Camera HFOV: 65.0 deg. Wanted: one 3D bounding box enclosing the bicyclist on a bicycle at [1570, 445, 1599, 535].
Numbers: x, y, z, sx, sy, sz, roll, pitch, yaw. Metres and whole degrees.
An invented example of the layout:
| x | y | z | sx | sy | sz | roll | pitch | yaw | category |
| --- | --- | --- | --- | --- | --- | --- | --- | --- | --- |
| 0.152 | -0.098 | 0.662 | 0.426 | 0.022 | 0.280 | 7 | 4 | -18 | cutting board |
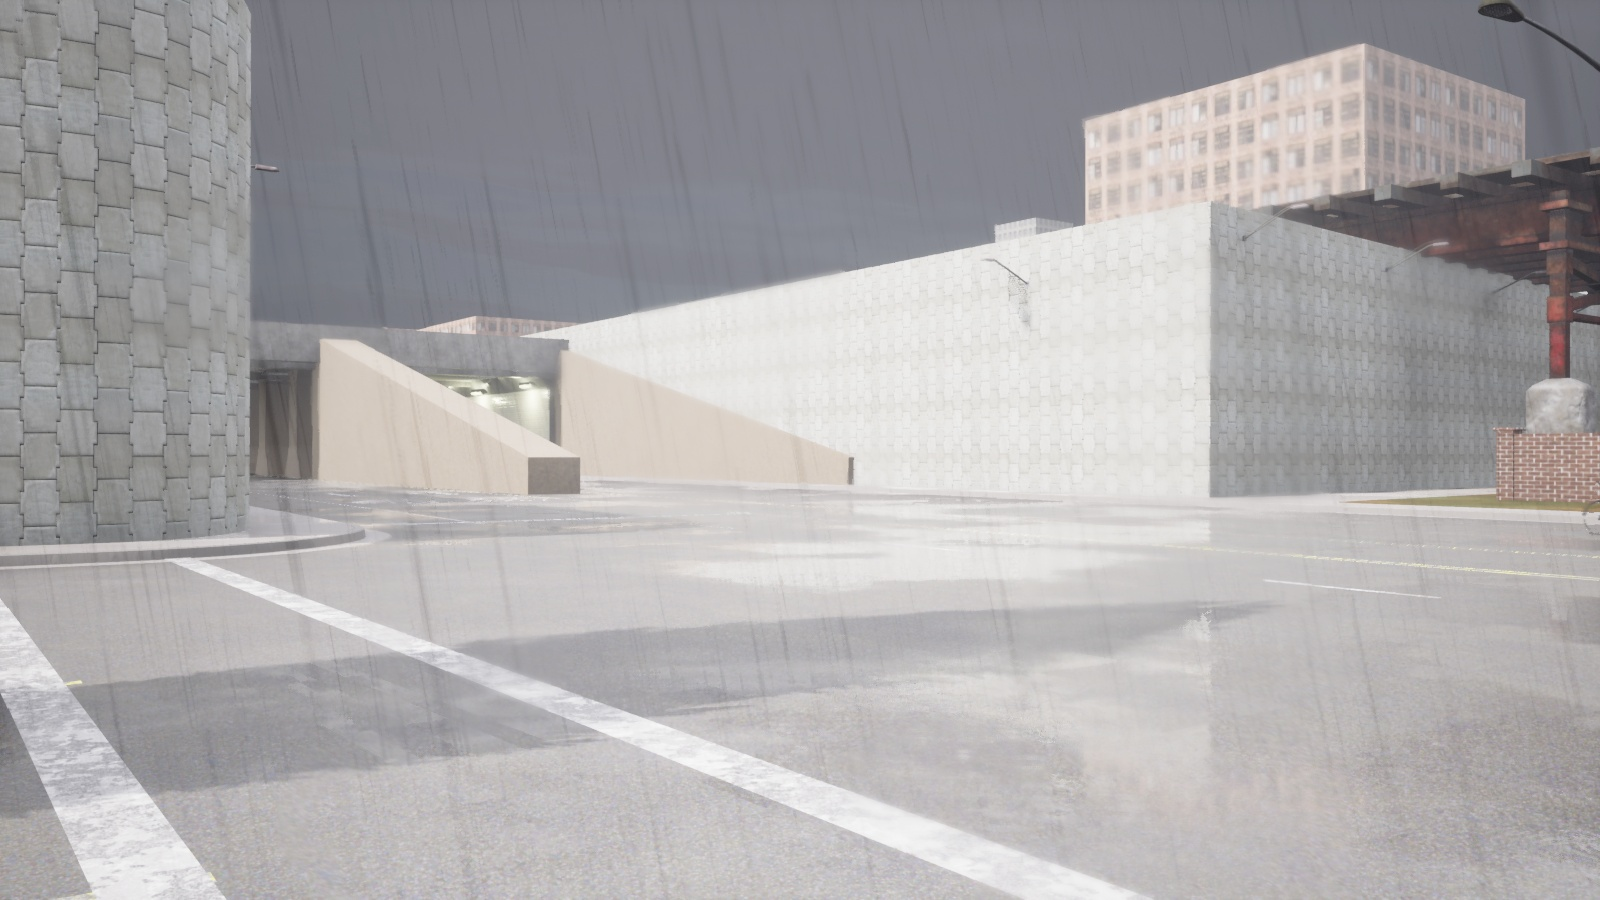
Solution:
| x | y | z | sx | sy | sz | roll | pitch | yaw | category |
| --- | --- | --- | --- | --- | --- | --- | --- | --- | --- |
| 14.875 | 0.722 | 22.579 | 0.582 | 1.620 | 1.656 | 0 | 0 | -34 | bicyclist on a bicycle |
